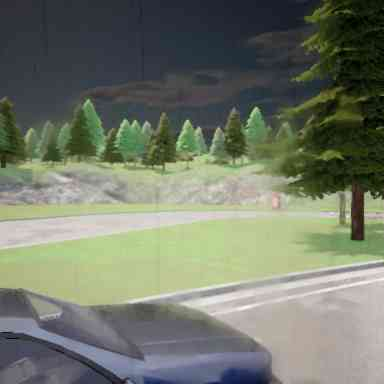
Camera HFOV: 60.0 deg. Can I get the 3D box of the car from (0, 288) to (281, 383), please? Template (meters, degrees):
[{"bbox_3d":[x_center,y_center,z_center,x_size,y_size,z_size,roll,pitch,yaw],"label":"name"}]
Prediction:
[{"bbox_3d":[-1.778,1.542,2.465,5.357,1.411,2.033,1,0,-34],"label":"car"}]

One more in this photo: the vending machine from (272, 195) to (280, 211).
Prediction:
[{"bbox_3d":[11.191,1.444,44.267,0.880,2.100,1.100,0,0,4],"label":"vending machine"}]
